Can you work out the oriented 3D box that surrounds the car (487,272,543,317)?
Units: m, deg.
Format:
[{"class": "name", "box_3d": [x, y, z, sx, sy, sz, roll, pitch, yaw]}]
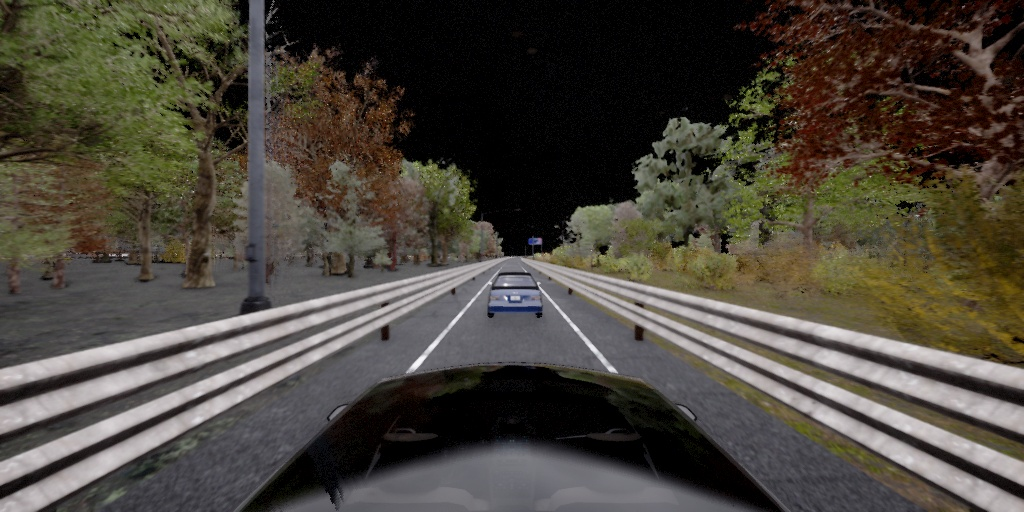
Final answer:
[{"class": "car", "box_3d": [0.097, 1.291, 13.106, 2.033, 1.411, 5.357, 0, 0, 0]}]
